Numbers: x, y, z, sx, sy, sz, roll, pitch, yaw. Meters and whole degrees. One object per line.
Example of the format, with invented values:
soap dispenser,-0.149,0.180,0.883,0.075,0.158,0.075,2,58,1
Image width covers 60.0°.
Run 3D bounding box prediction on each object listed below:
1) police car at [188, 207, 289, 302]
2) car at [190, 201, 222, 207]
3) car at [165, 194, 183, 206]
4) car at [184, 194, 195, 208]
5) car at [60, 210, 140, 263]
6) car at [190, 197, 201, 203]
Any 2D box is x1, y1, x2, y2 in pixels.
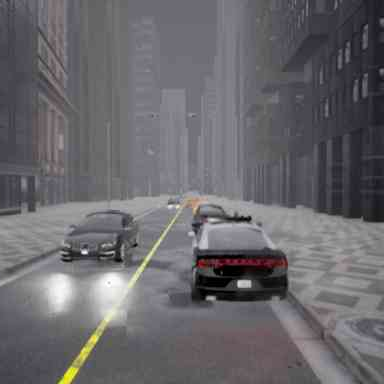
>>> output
police car,0.927,1.396,8.410,1.930,1.638,5.238,0,0,0
car,0.962,1.449,18.301,1.837,1.490,4.892,0,0,0
car,-2.896,1.440,53.540,1.994,1.385,4.181,0,0,0
car,0.189,1.364,47.069,1.882,1.535,5.008,0,0,1
car,-3.060,1.465,11.928,1.837,1.490,4.892,0,0,0
car,0.983,1.409,24.302,1.882,1.535,5.008,0,0,0
